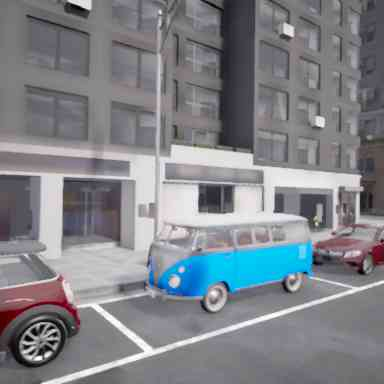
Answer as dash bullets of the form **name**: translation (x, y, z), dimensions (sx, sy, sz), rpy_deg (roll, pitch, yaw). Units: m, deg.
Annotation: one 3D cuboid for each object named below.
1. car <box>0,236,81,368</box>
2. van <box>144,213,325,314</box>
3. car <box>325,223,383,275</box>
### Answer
- **car**: translation (-3.660, 1.433, 4.145), dimensions (4.097, 1.590, 1.967), rpy_deg (1, 0, -35)
- **van**: translation (0.962, 1.388, 7.435), dimensions (3.998, 1.788, 1.690), rpy_deg (1, 0, -35)
- **car**: translation (5.579, 1.682, 10.726), dimensions (4.206, 1.307, 1.802), rpy_deg (1, 0, -35)
